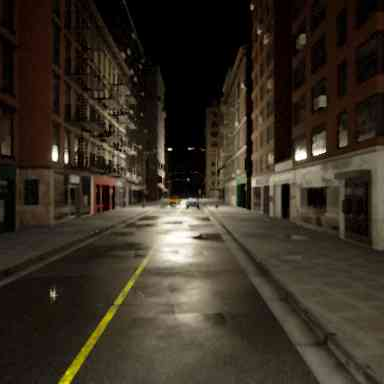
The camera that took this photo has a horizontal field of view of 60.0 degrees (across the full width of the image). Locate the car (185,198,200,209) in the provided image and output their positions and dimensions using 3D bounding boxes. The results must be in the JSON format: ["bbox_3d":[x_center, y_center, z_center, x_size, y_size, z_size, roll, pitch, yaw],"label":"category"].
[{"bbox_3d":[0.100,1.531,45.304,2.033,1.411,5.357,0,0,0],"label":"car"}]

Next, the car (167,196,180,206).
[{"bbox_3d":[-3.057,1.467,55.809,1.882,1.535,5.008,0,0,0],"label":"car"}]
